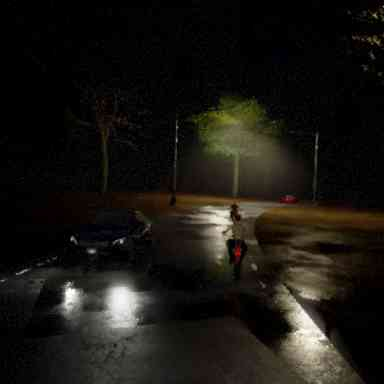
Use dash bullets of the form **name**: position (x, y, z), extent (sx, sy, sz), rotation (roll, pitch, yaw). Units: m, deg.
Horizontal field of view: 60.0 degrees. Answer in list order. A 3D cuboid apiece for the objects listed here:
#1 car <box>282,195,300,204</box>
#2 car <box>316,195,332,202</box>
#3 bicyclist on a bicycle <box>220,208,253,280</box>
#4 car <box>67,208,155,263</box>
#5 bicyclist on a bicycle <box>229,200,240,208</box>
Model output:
- **car**: position (16.404, 1.215, 54.911), extent (1.994, 1.385, 4.181), rotation (3, 1, 33)
- **car**: position (27.065, 1.333, 68.397), extent (4.892, 1.490, 1.837), rotation (1, 2, -44)
- **bicyclist on a bicycle**: position (1.170, 1.343, 8.643), extent (0.866, 1.612, 1.509), rotation (1, 0, 4)
- **car**: position (-2.490, 1.304, 11.352), extent (1.812, 1.442, 4.674), rotation (1, 1, 6)
- **bicyclist on a bicycle**: position (2.383, 1.220, 18.570), extent (0.866, 1.612, 1.509), rotation (2, 1, 10)
